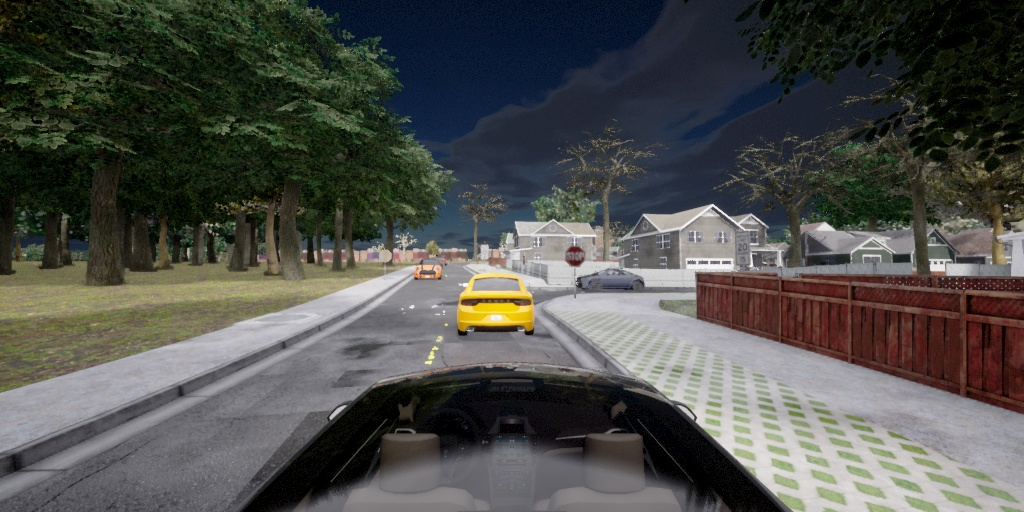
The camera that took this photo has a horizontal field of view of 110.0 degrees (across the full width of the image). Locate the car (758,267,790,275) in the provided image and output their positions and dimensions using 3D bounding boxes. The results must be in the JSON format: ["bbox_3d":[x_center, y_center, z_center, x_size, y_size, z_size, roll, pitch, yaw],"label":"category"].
[{"bbox_3d":[17.066,1.433,21.150,5.008,1.535,1.882,1,-3,-11],"label":"car"}]

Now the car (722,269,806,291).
[{"bbox_3d":[16.911,1.616,24.146,4.674,1.442,1.812,1,-3,-10],"label":"car"}]

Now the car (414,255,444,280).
[{"bbox_3d":[-6.934,1.000,29.862,2.097,1.767,4.553,0,0,-11],"label":"car"}]

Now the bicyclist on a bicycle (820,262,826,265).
[{"bbox_3d":[15.825,1.105,18.012,0.582,1.620,1.656,1,-3,-10],"label":"bicyclist on a bicycle"}]

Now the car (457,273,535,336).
[{"bbox_3d":[-0.464,1.226,10.491,1.882,1.535,5.008,0,0,-3],"label":"car"}]

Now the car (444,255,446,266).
[{"bbox_3d":[-10.806,0.927,50.586,2.097,1.767,4.553,0,0,-10],"label":"car"}]

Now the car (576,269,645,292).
[{"bbox_3d":[6.060,1.491,22.388,4.181,1.385,1.994,1,-3,-6],"label":"car"}]
